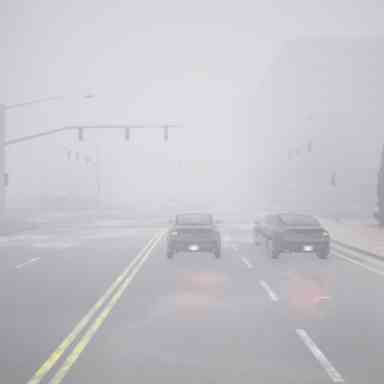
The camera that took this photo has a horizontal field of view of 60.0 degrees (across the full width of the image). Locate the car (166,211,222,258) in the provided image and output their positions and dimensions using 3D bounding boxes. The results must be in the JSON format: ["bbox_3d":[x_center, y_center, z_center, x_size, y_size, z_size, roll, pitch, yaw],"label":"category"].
[{"bbox_3d":[0.075,1.509,12.762,1.837,1.490,4.892,0,-1,0],"label":"car"}]

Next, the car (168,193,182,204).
[{"bbox_3d":[-3.445,1.249,66.284,2.150,2.045,5.566,0,0,0],"label":"car"}]

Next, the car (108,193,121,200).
[{"bbox_3d":[-20.964,1.192,92.213,1.932,1.855,4.605,0,0,0],"label":"car"}]

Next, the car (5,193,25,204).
[{"bbox_3d":[-32.477,1.420,59.749,1.970,1.475,3.806,0,0,0],"label":"car"}]

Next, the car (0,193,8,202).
[{"bbox_3d":[-43.539,1.183,74.810,1.932,1.855,4.605,0,0,0],"label":"car"}]

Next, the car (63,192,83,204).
[{"bbox_3d":[-26.641,1.426,74.825,1.970,1.475,3.806,0,0,0],"label":"car"}]

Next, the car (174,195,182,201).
[{"bbox_3d":[-3.425,1.521,81.885,1.837,1.490,4.892,0,0,0],"label":"car"}]

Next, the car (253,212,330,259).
[{"bbox_3d":[3.576,1.509,12.631,1.837,1.490,4.892,0,-1,0],"label":"car"}]

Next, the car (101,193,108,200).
[{"bbox_3d":[-23.858,1.195,92.280,1.905,1.878,3.866,0,0,0],"label":"car"}]
